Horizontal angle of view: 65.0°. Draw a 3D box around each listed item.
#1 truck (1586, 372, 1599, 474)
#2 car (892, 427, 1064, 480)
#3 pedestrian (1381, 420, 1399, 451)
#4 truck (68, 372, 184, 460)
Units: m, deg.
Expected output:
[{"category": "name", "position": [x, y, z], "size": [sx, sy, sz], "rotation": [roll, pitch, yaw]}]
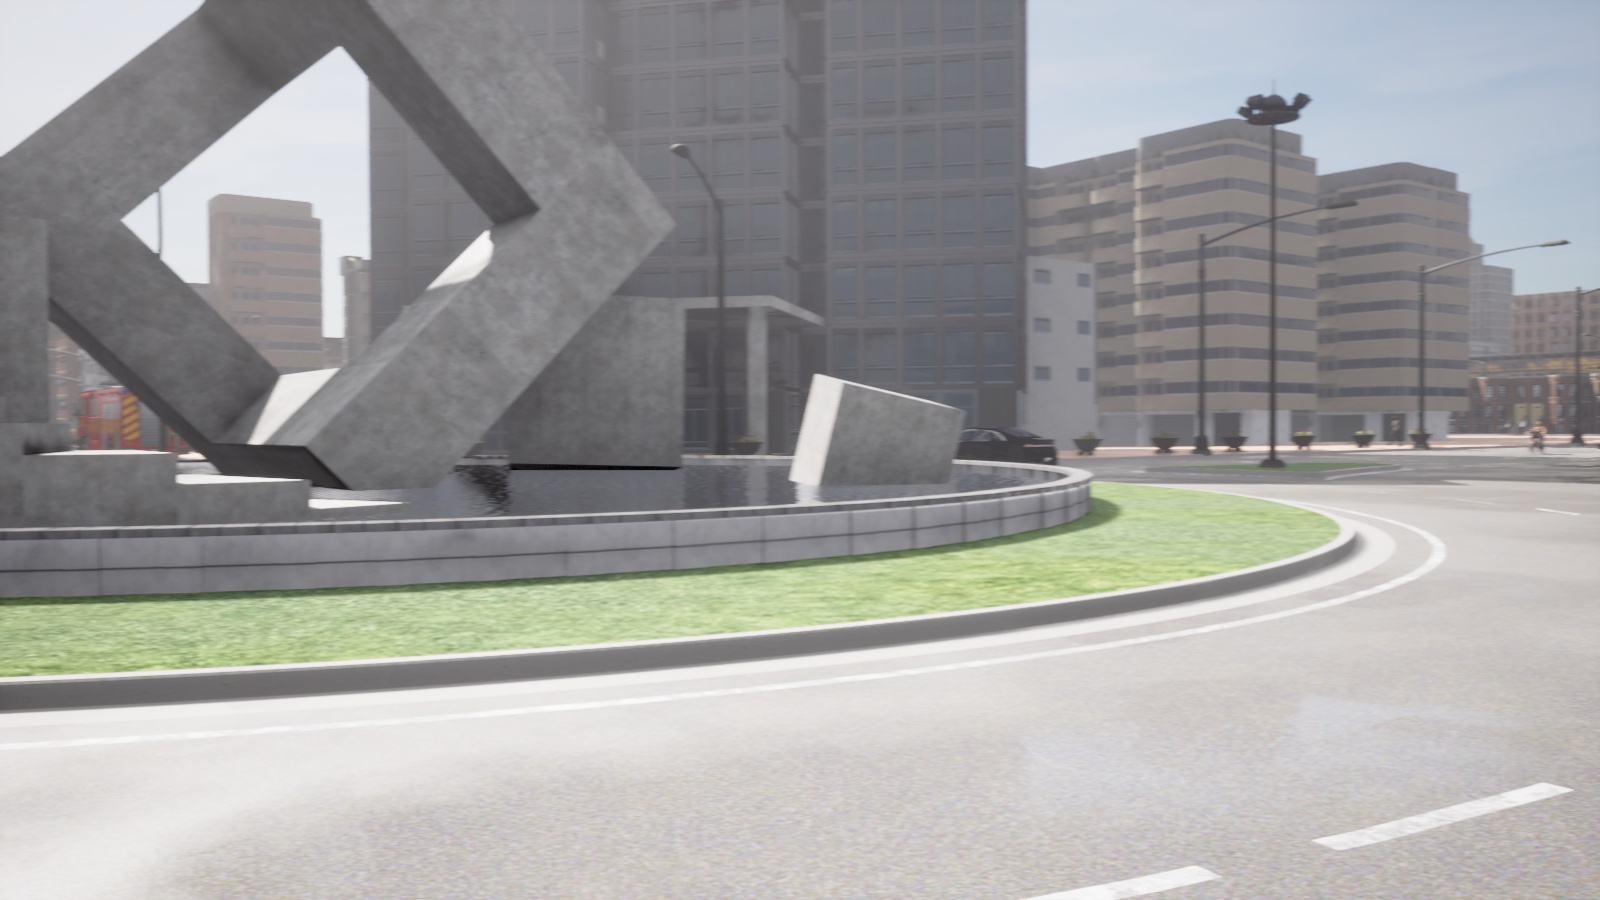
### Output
[{"category": "truck", "position": [30.657, -0.934, 43.948], "size": [7.936, 3.462, 2.891], "rotation": [-1, 1, -39]}, {"category": "car", "position": [5.324, 0.055, 38.116], "size": [2.128, 1.511, 4.902], "rotation": [-1, 1, -43]}, {"category": "pedestrian", "position": [34.298, -0.847, 73.014], "size": [0.869, 1.805, 0.328], "rotation": [0, 1, -5]}, {"category": "truck", "position": [-31.668, -1.559, 58.822], "size": [2.891, 3.827, 8.468], "rotation": [-1, 1, -41]}]
